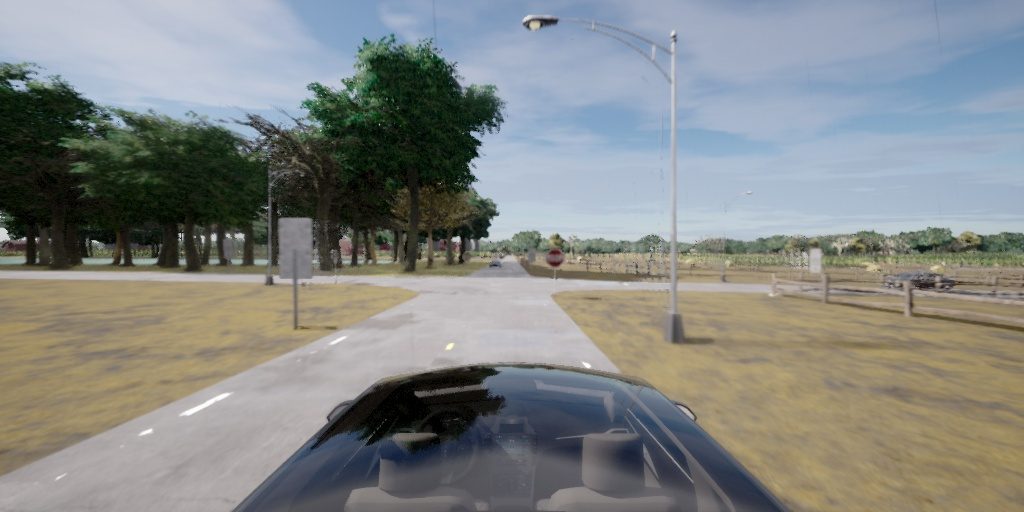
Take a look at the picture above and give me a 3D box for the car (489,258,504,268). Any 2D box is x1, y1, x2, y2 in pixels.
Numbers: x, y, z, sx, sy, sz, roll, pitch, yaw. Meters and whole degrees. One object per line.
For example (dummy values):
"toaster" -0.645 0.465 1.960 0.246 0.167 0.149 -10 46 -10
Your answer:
"car" -2.763 1.305 59.569 1.994 1.385 4.181 0 0 1

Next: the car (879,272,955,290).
"car" 32.824 2.020 29.117 4.892 1.490 1.837 1 1 0
